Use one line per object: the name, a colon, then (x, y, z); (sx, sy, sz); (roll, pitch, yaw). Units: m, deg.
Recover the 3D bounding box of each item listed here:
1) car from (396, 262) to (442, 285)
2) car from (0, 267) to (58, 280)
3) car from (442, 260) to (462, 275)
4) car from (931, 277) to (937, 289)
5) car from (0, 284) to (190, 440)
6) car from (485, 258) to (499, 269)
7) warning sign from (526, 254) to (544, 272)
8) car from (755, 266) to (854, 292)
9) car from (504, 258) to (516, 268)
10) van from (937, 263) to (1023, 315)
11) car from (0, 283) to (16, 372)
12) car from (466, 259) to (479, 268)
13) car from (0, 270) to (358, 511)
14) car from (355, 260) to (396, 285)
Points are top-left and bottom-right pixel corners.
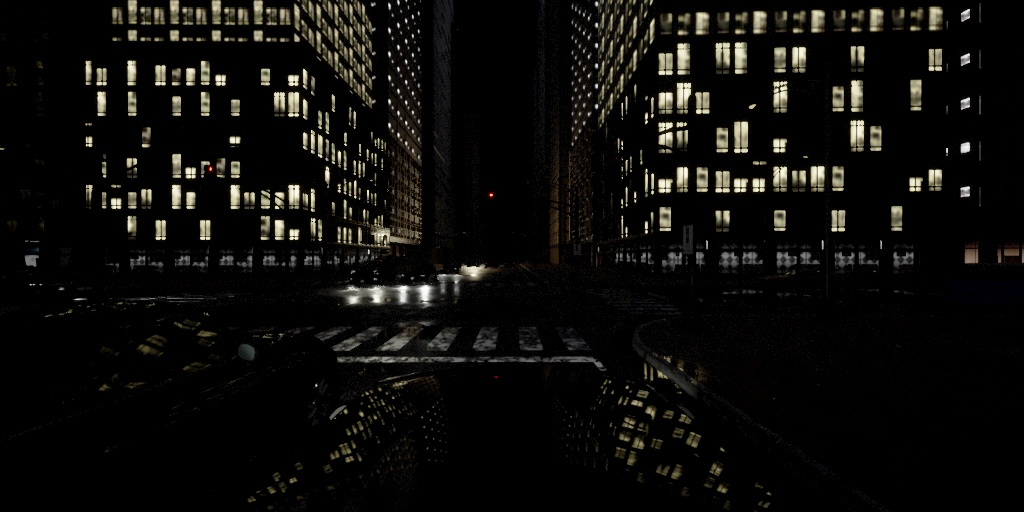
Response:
car: (-6.752, 1.274, 26.622); (1.837, 1.490, 4.892); (0, 0, 0)
car: (-23.084, 1.250, 16.416); (4.902, 1.511, 2.128); (0, 0, 0)
car: (-6.838, 1.320, 40.681); (1.812, 1.442, 4.674); (0, 0, 0)
car: (26.808, 1.356, 20.531); (4.207, 1.307, 1.802); (0, 0, 2)
car: (-6.611, 1.241, 3.732); (2.128, 1.511, 4.902); (0, 0, 0)
car: (-3.478, 1.203, 60.383); (2.097, 1.767, 4.553); (0, 0, -3)
warning sign: (2.611, 0.910, 40.854); (1.300, 1.860, 1.060); (0, 0, 0)
car: (16.971, 1.293, 20.956); (4.829, 1.417, 1.751); (0, 0, 2)
car: (-0.380, 1.426, 63.851); (1.994, 1.385, 4.181); (0, 0, 0)
van: (18.292, 1.119, 12.792); (3.998, 1.789, 1.690); (0, 0, 2)
car: (-9.862, 1.242, 3.914); (2.128, 1.511, 4.902); (0, 0, 0)
car: (-6.916, 1.338, 63.436); (1.882, 1.535, 5.008); (0, 0, 0)
car: (-3.155, 1.102, 2.581); (2.097, 1.767, 4.553); (0, 0, 0)
car: (-9.999, 1.119, 26.141); (2.097, 1.767, 4.553); (0, 0, 0)
